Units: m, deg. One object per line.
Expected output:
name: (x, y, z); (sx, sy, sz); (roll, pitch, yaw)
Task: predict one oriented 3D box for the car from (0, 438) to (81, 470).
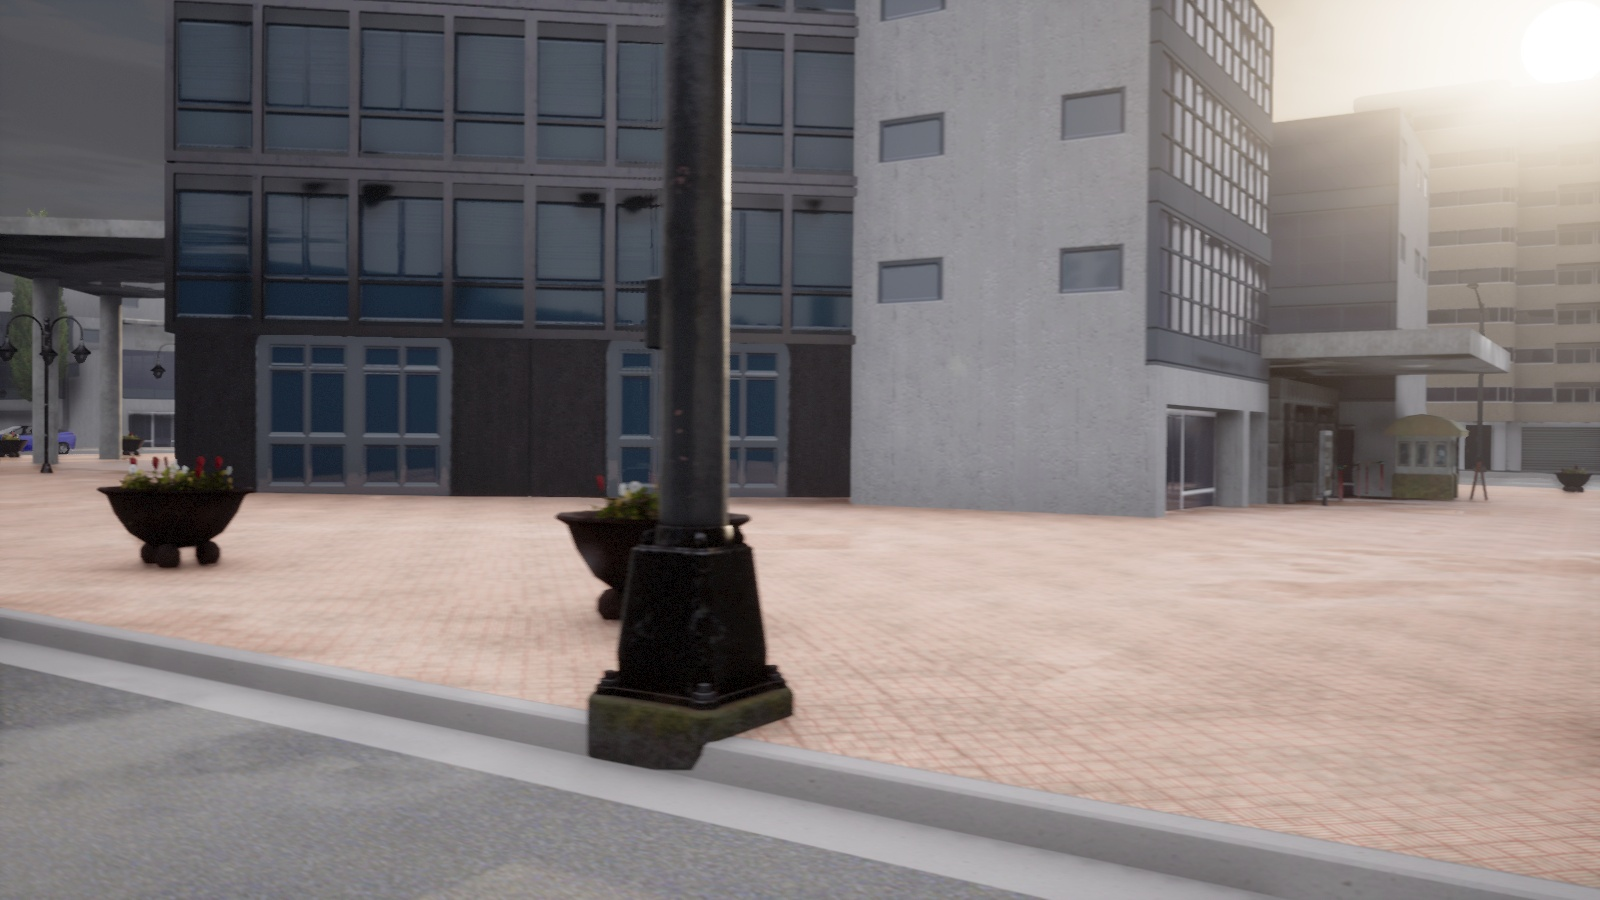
car: (-38.977, 0.170, 63.098); (2.007, 1.525, 4.514); (0, 1, 35)
